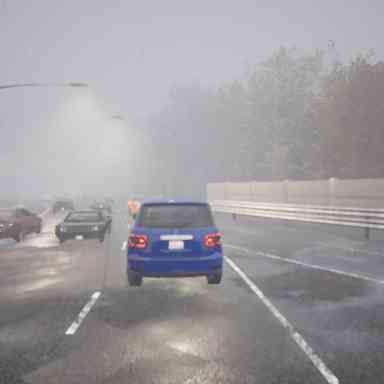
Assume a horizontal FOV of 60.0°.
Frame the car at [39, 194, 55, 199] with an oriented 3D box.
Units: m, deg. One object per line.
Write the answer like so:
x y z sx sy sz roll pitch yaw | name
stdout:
-35.466 1.067 81.189 4.718 1.301 1.895 0 1 42 | car

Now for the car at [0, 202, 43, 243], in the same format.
-8.345 1.427 15.289 1.812 1.442 4.674 0 0 -9 | car

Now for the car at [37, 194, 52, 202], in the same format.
-26.545 1.134 60.247 1.812 1.442 4.674 0 0 -37 | car

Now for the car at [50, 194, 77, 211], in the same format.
-12.933 1.284 33.583 1.837 1.490 4.892 0 0 -18 | car

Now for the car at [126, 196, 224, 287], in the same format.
-0.525 1.154 9.363 2.150 2.045 5.566 0 0 -4 | car

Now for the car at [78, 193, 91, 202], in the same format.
-20.822 0.936 64.278 2.097 1.767 4.553 0 0 -37 | car

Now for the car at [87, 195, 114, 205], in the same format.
-9.352 1.338 33.829 1.994 1.385 4.181 0 0 -18 | car

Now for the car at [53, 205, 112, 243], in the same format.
-4.816 1.498 15.445 1.895 1.301 4.718 0 0 -9 | car

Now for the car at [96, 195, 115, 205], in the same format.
-13.831 1.248 52.817 1.895 1.301 4.718 0 0 -28 | car

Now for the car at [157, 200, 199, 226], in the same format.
-1.087 1.365 23.359 1.812 1.442 4.674 0 0 -17 | car

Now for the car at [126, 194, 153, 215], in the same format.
-5.093 1.138 31.653 2.097 1.767 4.553 0 0 -15 | car

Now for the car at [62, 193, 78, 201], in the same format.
-23.675 0.944 62.250 2.097 1.767 4.553 0 0 -37 | car
